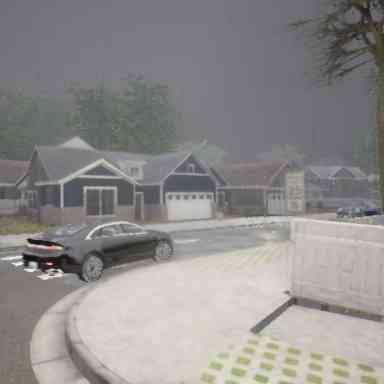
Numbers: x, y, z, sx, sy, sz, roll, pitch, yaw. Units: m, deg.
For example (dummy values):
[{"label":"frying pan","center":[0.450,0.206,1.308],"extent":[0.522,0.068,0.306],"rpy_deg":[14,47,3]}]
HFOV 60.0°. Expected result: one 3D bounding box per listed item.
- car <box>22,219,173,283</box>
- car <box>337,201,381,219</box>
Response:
[{"label":"car","center":[-2.491,1.558,10.042],"extent":[2.128,1.511,4.902],"rpy_deg":[-1,-1,33]},{"label":"car","center":[14.912,1.573,29.747],"extent":[4.553,1.767,2.097],"rpy_deg":[0,-1,-38]}]
